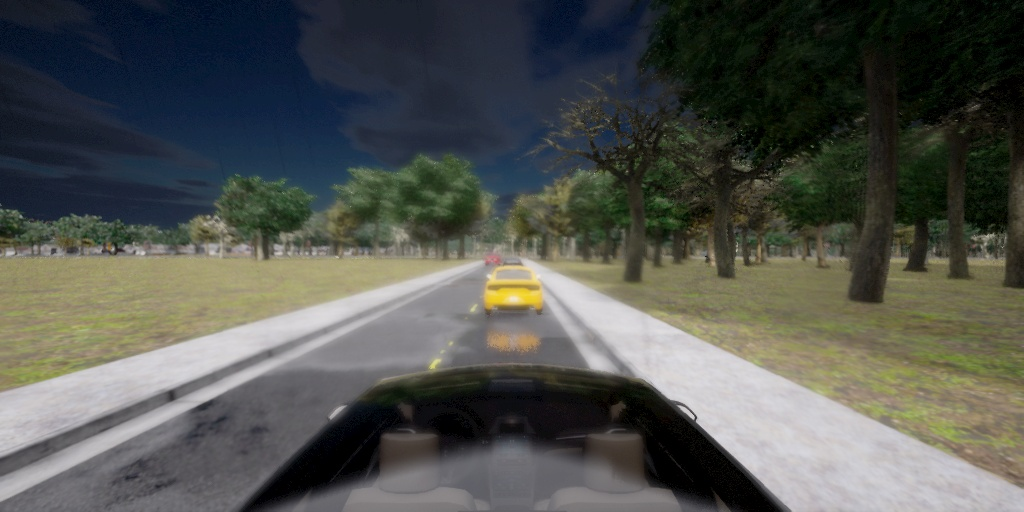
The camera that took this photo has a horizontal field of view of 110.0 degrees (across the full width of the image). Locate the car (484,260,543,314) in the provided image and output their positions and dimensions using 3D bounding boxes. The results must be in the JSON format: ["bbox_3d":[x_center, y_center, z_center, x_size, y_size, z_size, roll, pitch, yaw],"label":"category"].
[{"bbox_3d":[0.069,1.105,13.226,1.882,1.535,5.008,0,1,0],"label":"car"}]

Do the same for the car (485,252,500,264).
[{"bbox_3d":[-2.805,0.423,53.369,2.150,2.045,5.566,0,0,0],"label":"car"}]

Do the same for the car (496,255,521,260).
[{"bbox_3d":[0.081,0.948,29.288,2.128,1.511,4.902,0,1,0],"label":"car"}]
